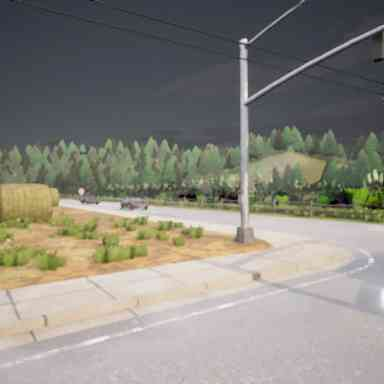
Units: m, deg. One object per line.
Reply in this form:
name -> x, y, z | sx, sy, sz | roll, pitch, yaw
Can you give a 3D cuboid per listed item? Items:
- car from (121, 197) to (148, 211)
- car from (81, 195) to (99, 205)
car -> -6.542, 1.325, 37.314 | 1.812, 1.442, 4.674 | -1, 0, -33
car -> -16.117, 1.331, 52.273 | 1.837, 1.490, 4.892 | -1, 0, -33
